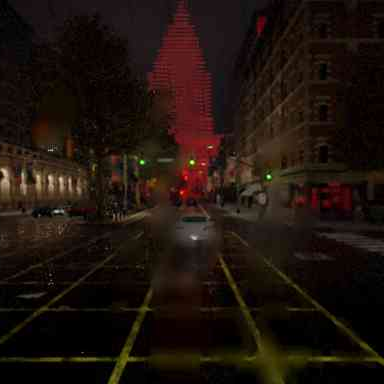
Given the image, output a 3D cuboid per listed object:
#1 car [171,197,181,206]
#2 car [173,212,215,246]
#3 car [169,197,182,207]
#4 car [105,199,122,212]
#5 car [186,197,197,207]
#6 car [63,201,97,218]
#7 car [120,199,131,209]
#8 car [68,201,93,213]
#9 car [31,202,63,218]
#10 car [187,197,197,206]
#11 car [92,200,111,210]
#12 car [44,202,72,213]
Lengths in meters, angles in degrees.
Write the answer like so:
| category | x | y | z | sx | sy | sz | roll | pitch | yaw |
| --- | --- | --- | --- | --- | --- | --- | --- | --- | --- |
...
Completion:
| category | x | y | z | sx | sy | sz | roll | pitch | yaw |
| --- | --- | --- | --- | --- | --- | --- | --- | --- | --- |
| car | -3.541 | 2.063 | 75.329 | 2.150 | 2.045 | 5.566 | 0 | -1 | 0 |
| car | 0.091 | 1.705 | 16.047 | 1.812 | 1.442 | 4.674 | 0 | -1 | 0 |
| car | -3.536 | 2.300 | 66.173 | 1.994 | 1.385 | 4.181 | 0 | -1 | 0 |
| car | -11.544 | 2.053 | 45.374 | 2.033 | 1.411 | 5.357 | 0 | -1 | 0 |
| car | -0.036 | 2.084 | 65.796 | 2.097 | 1.767 | 4.553 | 0 | -1 | 0 |
| car | -11.603 | 1.875 | 35.562 | 1.882 | 1.535 | 5.008 | 0 | -1 | 0 |
| car | -11.530 | 1.972 | 55.596 | 2.097 | 1.767 | 4.553 | 0 | -1 | 0 |
| car | -15.040 | 2.009 | 45.147 | 1.837 | 1.490 | 4.892 | 0 | -1 | 1 |
| car | -15.102 | 1.945 | 35.607 | 2.033 | 1.411 | 5.357 | 0 | -1 | 0 |
| car | -0.041 | 2.062 | 75.196 | 2.150 | 2.045 | 5.566 | 0 | -1 | 0 |
| car | -15.030 | 2.097 | 55.561 | 1.882 | 1.535 | 5.008 | 0 | -1 | 0 |
| car | -18.274 | 2.105 | 45.674 | 1.895 | 1.301 | 4.718 | 0 | -1 | 0 |
